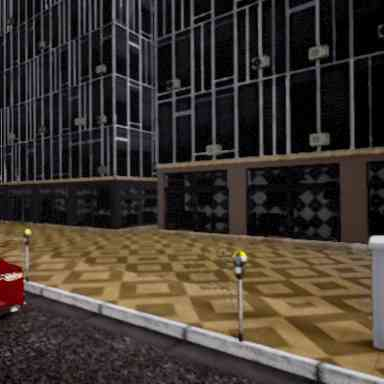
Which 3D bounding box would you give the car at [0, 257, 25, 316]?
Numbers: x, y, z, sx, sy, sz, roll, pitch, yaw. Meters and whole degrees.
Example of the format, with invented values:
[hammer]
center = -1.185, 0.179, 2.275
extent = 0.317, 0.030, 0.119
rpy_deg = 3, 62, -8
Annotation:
[car]
center = -5.049, 1.616, 6.474
extent = 4.507, 1.381, 1.887
rpy_deg = -1, 0, 35
